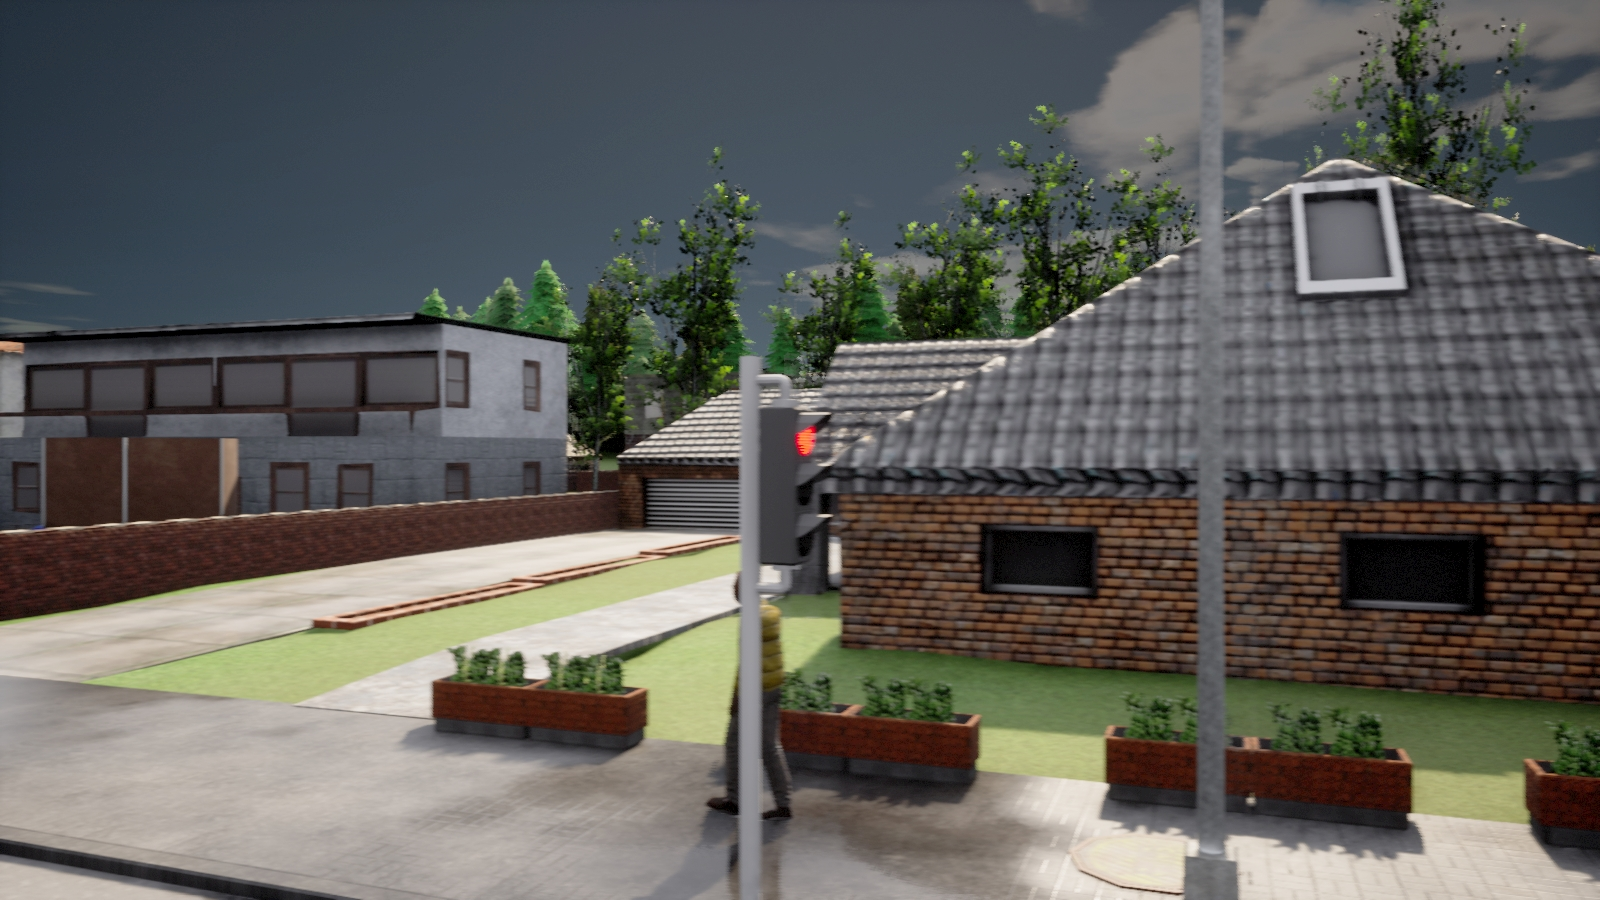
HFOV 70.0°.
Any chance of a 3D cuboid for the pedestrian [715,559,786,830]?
[{"bbox_3d":[-0.359,1.742,8.284,0.375,1.860,0.375,0,0,29],"label":"pedestrian"}]
